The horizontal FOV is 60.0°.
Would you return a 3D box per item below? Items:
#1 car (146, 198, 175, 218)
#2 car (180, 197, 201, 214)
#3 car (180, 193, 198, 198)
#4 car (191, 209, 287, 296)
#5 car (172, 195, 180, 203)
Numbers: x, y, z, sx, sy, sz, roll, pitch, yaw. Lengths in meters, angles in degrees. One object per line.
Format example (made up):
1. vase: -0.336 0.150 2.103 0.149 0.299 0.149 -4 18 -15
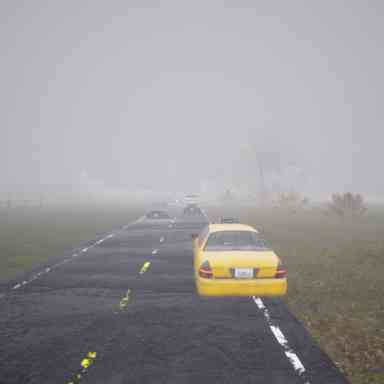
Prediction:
1. car: -2.925 1.541 29.981 2.033 1.411 5.357 0 0 0
2. car: -0.009 1.518 34.900 1.812 1.442 4.674 0 0 0
3. car: -0.086 1.212 45.226 2.150 2.045 5.566 0 0 0
4. car: 0.943 1.454 8.634 1.801 1.575 5.366 0 0 0
5. car: -2.916 1.341 66.824 2.097 1.767 4.553 0 0 0
